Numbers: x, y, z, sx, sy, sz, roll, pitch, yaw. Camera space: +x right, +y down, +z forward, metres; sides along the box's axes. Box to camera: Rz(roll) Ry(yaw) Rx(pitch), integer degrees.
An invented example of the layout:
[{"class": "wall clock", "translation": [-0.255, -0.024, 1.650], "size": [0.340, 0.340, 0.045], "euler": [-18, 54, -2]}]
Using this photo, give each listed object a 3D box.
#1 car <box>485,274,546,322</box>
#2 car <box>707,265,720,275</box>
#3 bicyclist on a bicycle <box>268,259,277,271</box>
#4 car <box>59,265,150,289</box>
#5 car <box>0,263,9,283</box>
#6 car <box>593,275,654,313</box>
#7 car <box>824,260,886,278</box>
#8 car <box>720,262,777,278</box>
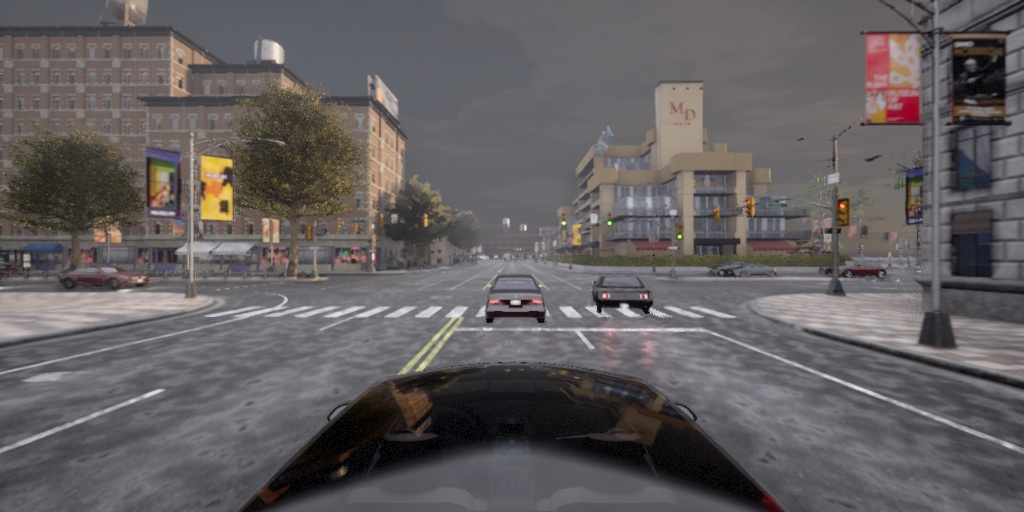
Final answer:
[{"class": "car", "translation": [0.105, 1.328, 12.344], "size": [2.033, 1.411, 5.357], "euler": [0, 0, 0]}, {"class": "car", "translation": [23.376, 1.346, 38.165], "size": [4.902, 1.511, 2.128], "euler": [0, 0, 1]}, {"class": "bicyclist on a bicycle", "translation": [-30.927, 1.176, 46.303], "size": [0.582, 1.620, 1.656], "euler": [0, 0, 0]}, {"class": "car", "translation": [-26.456, 1.336, 23.293], "size": [4.674, 1.442, 1.812], "euler": [0, 0, 0]}, {"class": "car", "translation": [-36.514, 1.336, 23.359], "size": [4.674, 1.442, 1.812], "euler": [0, 0, 0]}, {"class": "car", "translation": [4.197, 1.386, 14.176], "size": [1.895, 1.301, 4.718], "euler": [0, 0, 11]}, {"class": "car", "translation": [32.954, 1.196, 34.569], "size": [4.553, 1.767, 2.097], "euler": [0, 0, 1]}, {"class": "car", "translation": [23.051, 1.408, 34.671], "size": [4.181, 1.385, 1.994], "euler": [0, 0, 0]}]
